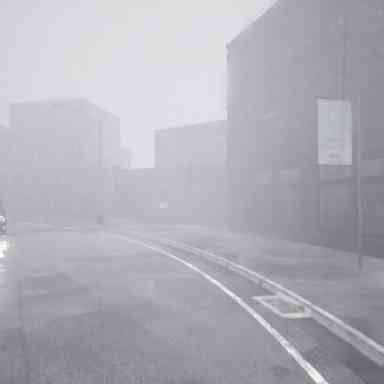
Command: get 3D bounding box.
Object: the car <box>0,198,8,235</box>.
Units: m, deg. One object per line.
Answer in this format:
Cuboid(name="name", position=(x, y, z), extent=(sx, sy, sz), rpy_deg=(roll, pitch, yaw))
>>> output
Cuboid(name="car", position=(-11.413, 1.312, 17.124), extent=(4.553, 1.767, 2.097), rpy_deg=(0, -1, 37))
